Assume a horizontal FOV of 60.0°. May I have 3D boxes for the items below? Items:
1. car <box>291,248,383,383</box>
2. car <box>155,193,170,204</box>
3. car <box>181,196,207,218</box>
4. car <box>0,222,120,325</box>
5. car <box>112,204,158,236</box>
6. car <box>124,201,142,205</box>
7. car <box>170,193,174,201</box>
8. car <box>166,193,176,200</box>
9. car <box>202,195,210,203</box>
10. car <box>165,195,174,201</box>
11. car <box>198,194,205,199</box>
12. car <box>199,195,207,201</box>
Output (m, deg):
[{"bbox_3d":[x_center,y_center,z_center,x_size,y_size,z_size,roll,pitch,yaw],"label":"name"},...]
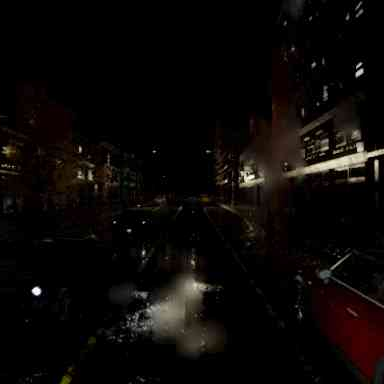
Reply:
[{"bbox_3d":[2.707,1.432,4.282,1.967,1.590,4.097,1,0,0],"label":"car"},{"bbox_3d":[-5.658,1.326,61.089,1.967,1.590,4.097,1,0,0],"label":"car"},{"bbox_3d":[0.078,1.421,29.120,1.882,1.535,5.008,0,0,0],"label":"car"},{"bbox_3d":[-3.082,1.586,7.202,1.895,1.301,4.718,0,0,0],"label":"car"},{"bbox_3d":[-3.052,1.565,18.395,1.895,1.301,4.718,0,0,0],"label":"car"},{"bbox_3d":[-5.668,1.519,32.657,1.802,1.307,4.206,1,0,0],"label":"car"},{"bbox_3d":[-5.658,1.432,72.464,1.947,1.339,4.313,1,0,0],"label":"car"},{"bbox_3d":[-5.648,1.154,89.523,2.192,1.841,5.009,1,0,0],"label":"car"},{"bbox_3d":[2.722,1.401,67.005,1.752,1.417,4.829,1,0,0],"label":"car"},{"bbox_3d":[-5.654,1.414,83.837,1.947,1.339,4.313,1,0,0],"label":"car"},{"bbox_3d":[2.729,1.375,95.268,1.887,1.381,4.507,1,0,0],"label":"car"},{"bbox_3d":[2.726,1.430,83.895,1.802,1.307,4.206,1,0,0],"label":"car"}]
